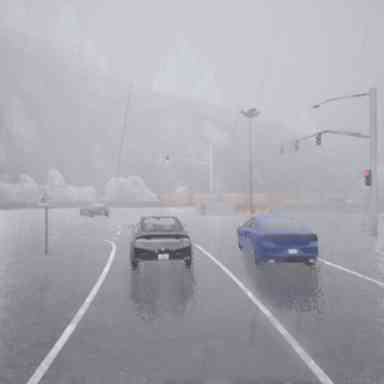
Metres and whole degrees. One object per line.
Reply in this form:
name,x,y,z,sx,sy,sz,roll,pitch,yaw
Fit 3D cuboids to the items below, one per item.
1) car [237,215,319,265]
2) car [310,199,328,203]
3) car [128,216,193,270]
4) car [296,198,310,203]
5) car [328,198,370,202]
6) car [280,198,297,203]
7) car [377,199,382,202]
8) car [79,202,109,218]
car,2.837,1.544,11.959,1.882,1.535,5.008,0,0,-1
car,21.199,1.745,50.608,4.902,1.511,2.128,0,0,-11
car,-1.146,1.563,11.430,2.128,1.511,4.902,0,0,-9
car,19.913,1.801,53.904,4.674,1.442,1.812,0,0,-11
car,22.415,1.758,47.287,4.674,1.442,1.812,0,0,-11
car,17.610,1.775,57.009,5.008,1.535,1.882,0,0,-11
car,32.059,1.846,59.873,4.181,1.385,1.994,0,0,-11
car,-9.596,1.736,32.627,1.812,1.442,4.674,0,0,-34
